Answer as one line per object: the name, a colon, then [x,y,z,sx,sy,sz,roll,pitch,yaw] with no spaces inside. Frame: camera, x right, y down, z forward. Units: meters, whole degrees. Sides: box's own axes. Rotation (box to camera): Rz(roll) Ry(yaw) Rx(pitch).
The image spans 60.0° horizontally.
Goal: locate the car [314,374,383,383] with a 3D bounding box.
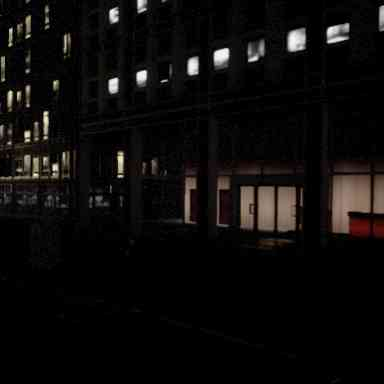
car: [2.348,1.577,1.184,4.206,1.307,1.802,0,1,36]
